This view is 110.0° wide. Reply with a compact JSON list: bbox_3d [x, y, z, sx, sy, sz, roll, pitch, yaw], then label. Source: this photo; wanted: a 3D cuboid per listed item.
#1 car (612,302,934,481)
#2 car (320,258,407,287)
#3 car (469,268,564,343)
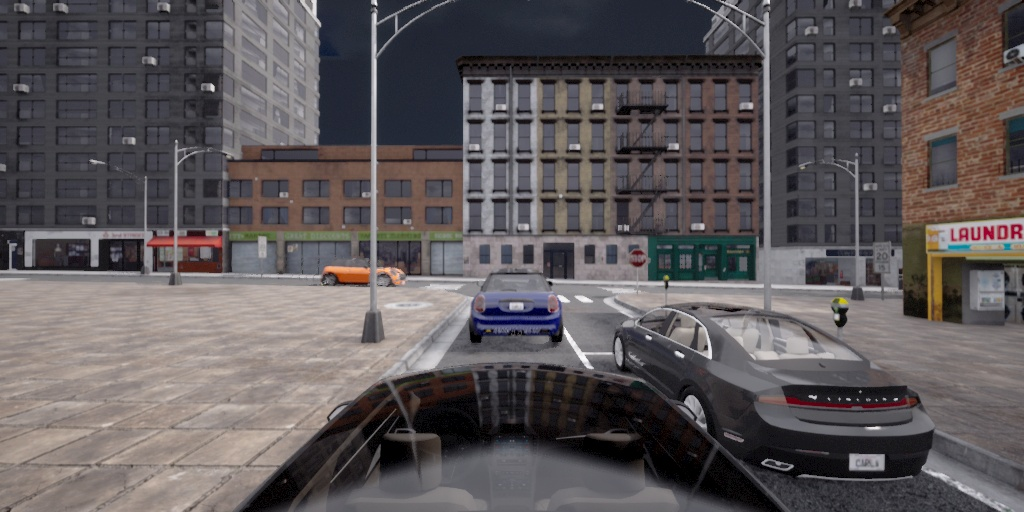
[{"bbox_3d":[2.644,1.298,4.852,2.007,1.370,4.403,0,0,0],"label":"car"},{"bbox_3d":[-8.596,0.931,21.085,4.553,1.767,2.097,1,0,0],"label":"car"},{"bbox_3d":[0.094,1.095,9.788,2.097,1.767,4.553,0,0,0],"label":"car"}]
